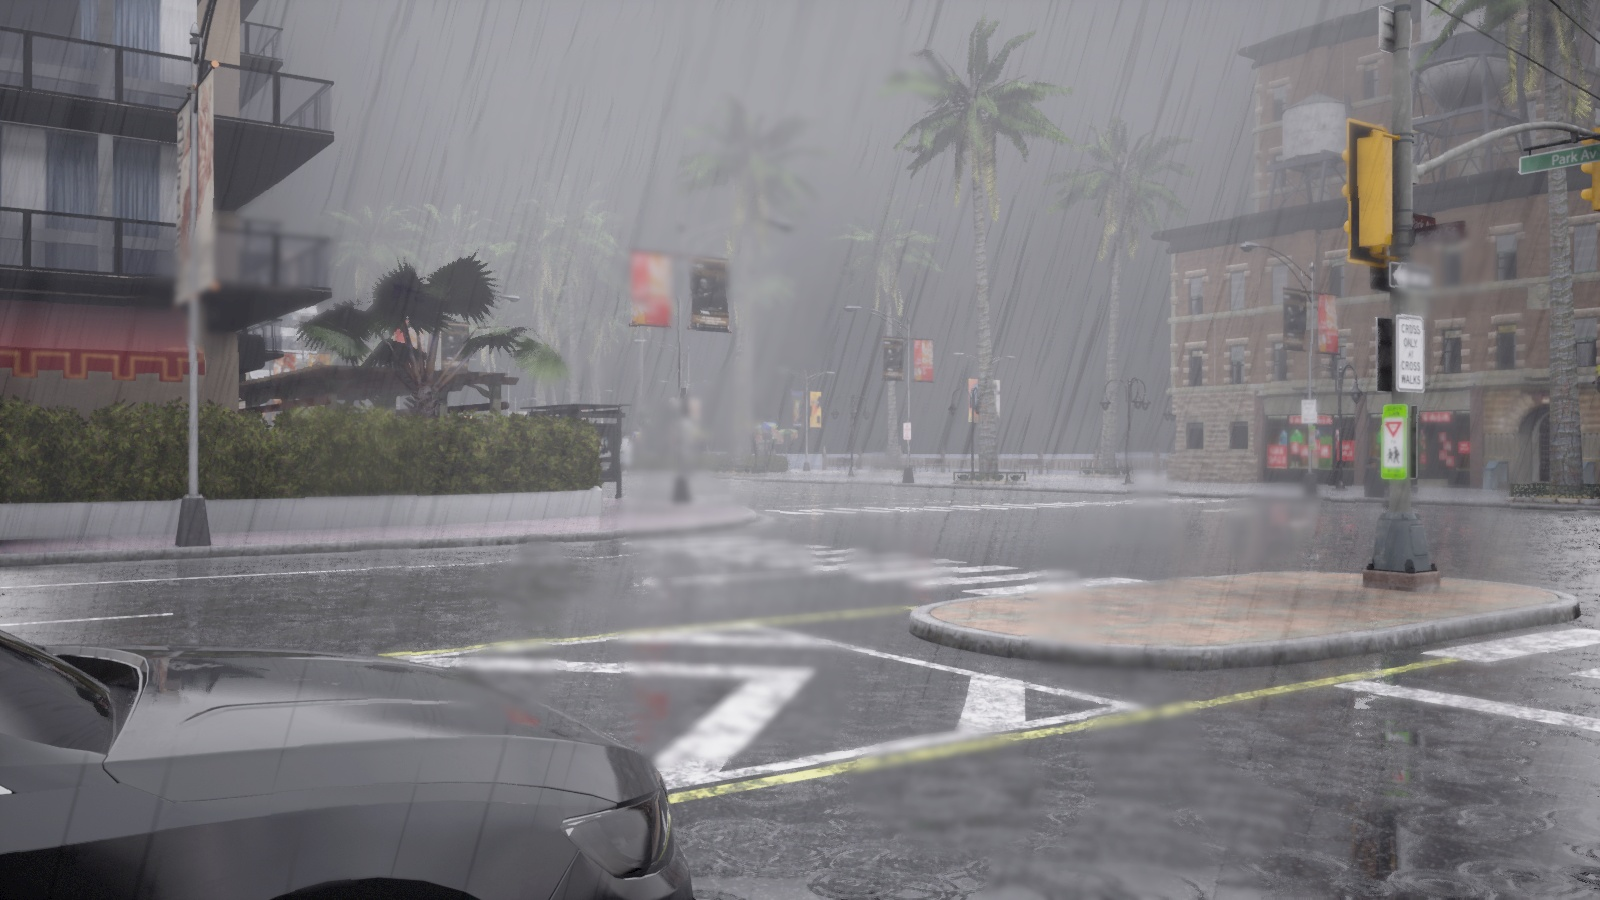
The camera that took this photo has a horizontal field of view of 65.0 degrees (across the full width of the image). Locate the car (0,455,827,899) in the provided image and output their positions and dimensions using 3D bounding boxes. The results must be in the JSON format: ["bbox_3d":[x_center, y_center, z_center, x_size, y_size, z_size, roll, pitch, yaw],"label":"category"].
[{"bbox_3d":[-2.478,0.760,1.933,4.892,1.490,1.837,0,0,-35],"label":"car"}]
